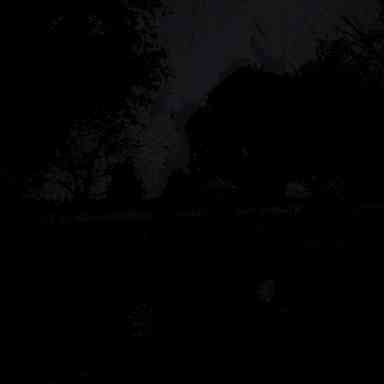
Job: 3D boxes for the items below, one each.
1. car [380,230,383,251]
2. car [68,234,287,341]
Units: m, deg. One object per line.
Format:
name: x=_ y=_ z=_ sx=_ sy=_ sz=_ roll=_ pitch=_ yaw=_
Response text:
car: x=9.115 y=1.623 z=13.063 sx=4.507 sy=1.381 sz=1.887 roll=0 pitch=0 yaw=-36
car: x=-0.054 y=1.563 z=6.520 sx=4.507 sy=1.381 sz=1.887 roll=0 pitch=0 yaw=-36
